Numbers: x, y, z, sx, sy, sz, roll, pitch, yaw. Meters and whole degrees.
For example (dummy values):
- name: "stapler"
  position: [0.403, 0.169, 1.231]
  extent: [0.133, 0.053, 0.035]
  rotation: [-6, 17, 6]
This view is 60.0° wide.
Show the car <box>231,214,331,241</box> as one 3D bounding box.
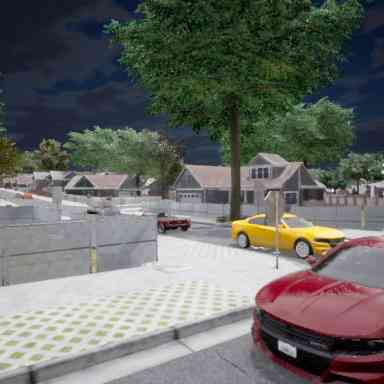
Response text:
- name: "car"
  position: [3.756, 1.649, 13.712]
  extent: [1.882, 1.535, 5.008]
  rotation: [0, -1, -35]

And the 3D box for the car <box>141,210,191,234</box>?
- name: "car"
  position: [-2.038, 1.893, 21.900]
  extent: [1.895, 1.301, 4.718]
  rotation: [0, 0, -35]

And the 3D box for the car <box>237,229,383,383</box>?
- name: "car"
  position: [3.092, 1.476, 5.177]
  extent: [5.008, 1.535, 1.882]
  rotation: [0, 0, -36]

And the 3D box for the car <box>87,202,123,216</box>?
- name: "car"
  position: [-7.987, 1.724, 30.339]
  extent: [2.097, 1.767, 4.553]
  rotation: [0, 0, -35]

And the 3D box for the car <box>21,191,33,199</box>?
- name: "car"
  position: [-40.156, 0.716, 80.665]
  extent: [2.097, 1.767, 4.553]
  rotation: [0, 2, -35]
